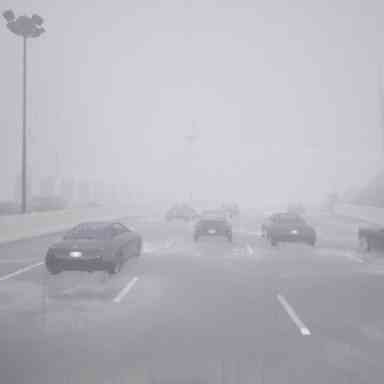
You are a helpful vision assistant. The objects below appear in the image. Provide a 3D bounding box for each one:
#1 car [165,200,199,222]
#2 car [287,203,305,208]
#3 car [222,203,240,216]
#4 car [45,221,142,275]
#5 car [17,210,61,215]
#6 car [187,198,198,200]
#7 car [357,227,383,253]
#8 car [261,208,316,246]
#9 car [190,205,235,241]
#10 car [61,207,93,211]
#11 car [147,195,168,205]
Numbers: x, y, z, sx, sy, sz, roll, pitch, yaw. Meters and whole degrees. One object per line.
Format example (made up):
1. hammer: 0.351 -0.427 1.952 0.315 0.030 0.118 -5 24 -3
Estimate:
1. car: -0.886 1.719 28.314 2.033 1.411 5.357 0 0 10
2. car: 12.016 1.873 38.692 1.895 1.301 4.718 0 0 14
3. car: 3.999 1.828 35.081 1.895 1.301 4.718 0 0 12
4. car: -2.922 1.622 10.746 1.994 1.385 4.181 0 0 4
5. car: -14.604 1.375 32.130 2.150 2.045 5.566 0 0 10
6. car: -0.026 1.915 69.552 1.812 1.442 4.674 0 0 22
7. car: 7.625 1.695 11.633 1.895 1.301 4.718 0 0 4
8. car: 4.544 1.676 16.103 1.994 1.385 4.181 0 0 6
9. car: 1.153 1.636 17.385 1.812 1.442 4.674 0 0 6
10. car: -10.774 1.700 33.565 1.812 1.442 4.674 0 0 11
11. car: -7.226 1.625 70.457 2.150 2.045 5.566 0 0 22
